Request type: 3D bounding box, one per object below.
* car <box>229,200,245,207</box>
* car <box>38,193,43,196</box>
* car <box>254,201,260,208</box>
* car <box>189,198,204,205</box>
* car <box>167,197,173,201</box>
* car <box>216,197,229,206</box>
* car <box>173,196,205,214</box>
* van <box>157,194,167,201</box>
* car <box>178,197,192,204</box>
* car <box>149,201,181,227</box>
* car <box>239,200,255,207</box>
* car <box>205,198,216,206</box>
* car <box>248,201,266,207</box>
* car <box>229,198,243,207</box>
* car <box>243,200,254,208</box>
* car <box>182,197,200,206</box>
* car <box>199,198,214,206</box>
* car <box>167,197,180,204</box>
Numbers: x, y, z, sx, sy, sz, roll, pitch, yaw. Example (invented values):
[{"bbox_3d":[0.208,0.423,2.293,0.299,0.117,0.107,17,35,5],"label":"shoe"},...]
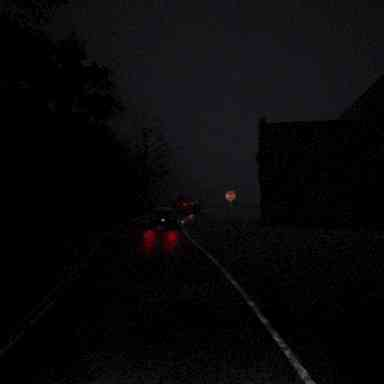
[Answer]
[{"bbox_3d":[11.434,2.856,84.640,2.097,1.535,5.008,3,-1,-18],"label":"car"},{"bbox_3d":[-32.657,0.514,70.035,2.097,1.535,5.008,4,-2,-18],"label":"car"},{"bbox_3d":[12.999,2.690,71.371,2.163,1.488,4.792,3,-1,-18],"label":"car"},{"bbox_3d":[0.941,2.288,81.271,2.163,1.488,4.792,4,-1,-18],"label":"car"},{"bbox_3d":[-2.868,1.679,66.225,2.163,1.488,4.792,4,-2,-18],"label":"car"},{"bbox_3d":[5.051,2.191,68.818,2.097,1.535,5.008,3,-1,-18],"label":"car"},{"bbox_3d":[-0.278,1.508,39.925,2.150,2.045,5.566,0,-1,12],"label":"car"},{"bbox_3d":[-6.941,1.491,78.553,1.878,1.987,4.442,4,-1,-18],"label":"van"},{"bbox_3d":[-1.816,2.114,80.350,2.002,1.452,4.674,4,-2,-18],"label":"car"},{"bbox_3d":[-1.864,1.575,22.885,1.812,1.442,4.674,0,0,-2],"label":"car"},{"bbox_3d":[14.085,2.983,85.500,2.097,1.535,5.008,3,-1,-18],"label":"car"},{"bbox_3d":[2.409,1.890,68.001,2.185,1.767,4.553,4,-1,-18],"label":"car"},{"bbox_3d":[16.858,3.106,86.399,2.231,1.521,4.892,3,-1,-18],"label":"car"},{"bbox_3d":[7.707,2.107,69.717,2.435,2.045,5.566,3,-1,-18],"label":"car"},{"bbox_3d":[10.354,2.516,70.537,2.231,1.521,4.892,3,-1,-18],"label":"car"},{"bbox_3d":[-0.244,1.863,67.137,2.163,1.488,4.792,4,-2,-18],"label":"car"},{"bbox_3d":[3.546,2.423,82.281,1.946,1.575,5.366,3,-1,-18],"label":"car"},{"bbox_3d":[-4.460,1.931,79.492,2.002,1.452,4.674,4,-2,-18],"label":"car"}]
